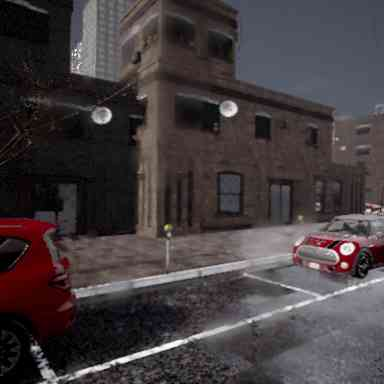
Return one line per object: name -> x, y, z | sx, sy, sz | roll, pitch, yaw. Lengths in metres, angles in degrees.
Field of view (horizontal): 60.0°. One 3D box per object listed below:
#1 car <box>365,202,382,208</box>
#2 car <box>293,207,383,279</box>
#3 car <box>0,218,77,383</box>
car -> 18.222, 1.621, 36.262 | 1.887, 1.381, 4.507 | 1, -1, -35
car -> 4.904, 1.443, 10.034 | 4.097, 1.590, 1.967 | 0, 1, -35
car -> -3.901, 1.316, 3.755 | 5.009, 1.841, 2.192 | 0, 1, -35
